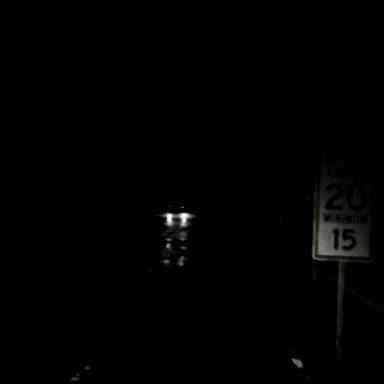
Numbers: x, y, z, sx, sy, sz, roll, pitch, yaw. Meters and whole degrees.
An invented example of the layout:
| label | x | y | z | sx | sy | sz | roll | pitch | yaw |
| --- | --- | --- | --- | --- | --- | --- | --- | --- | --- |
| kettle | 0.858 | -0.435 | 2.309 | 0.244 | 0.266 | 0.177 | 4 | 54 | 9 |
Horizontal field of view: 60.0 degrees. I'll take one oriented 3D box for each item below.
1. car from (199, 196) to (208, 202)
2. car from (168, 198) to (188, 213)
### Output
| label | x | y | z | sx | sy | sz | roll | pitch | yaw |
| --- | --- | --- | --- | --- | --- | --- | --- | --- | --- |
| car | 3.071 | 1.782 | 87.807 | 1.837 | 1.490 | 4.892 | 2 | 0 | 2 |
| car | -1.504 | 1.479 | 36.969 | 1.837 | 1.490 | 4.892 | 2 | 0 | 2 |
